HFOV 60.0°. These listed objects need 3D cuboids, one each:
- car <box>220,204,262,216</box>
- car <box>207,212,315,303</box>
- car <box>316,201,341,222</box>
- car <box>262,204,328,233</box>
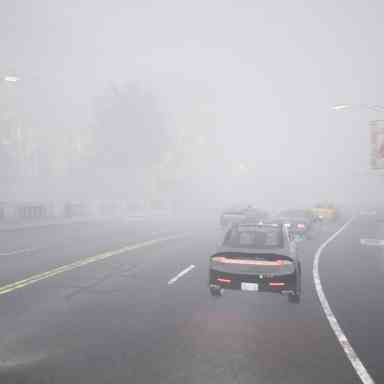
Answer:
[{"bbox_3d":[3.310,1.492,20.305,2.128,1.511,4.902,0,0,28],"label":"car"},{"bbox_3d":[1.680,1.492,8.327,2.128,1.511,4.902,0,0,15],"label":"car"},{"bbox_3d":[10.542,1.456,26.247,1.801,1.575,5.366,0,0,30],"label":"car"},{"bbox_3d":[5.531,1.547,17.286,2.033,1.411,5.357,0,0,29],"label":"car"}]
